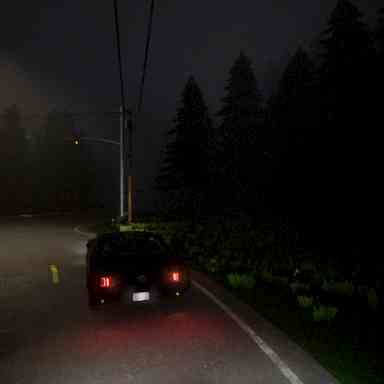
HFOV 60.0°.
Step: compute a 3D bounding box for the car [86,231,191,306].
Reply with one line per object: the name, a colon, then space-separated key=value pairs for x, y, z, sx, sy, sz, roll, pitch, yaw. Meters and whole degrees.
car: x=-1.599 y=1.600 z=8.126 sx=1.895 sy=1.301 sz=4.718 roll=0 pitch=0 yaw=-18
